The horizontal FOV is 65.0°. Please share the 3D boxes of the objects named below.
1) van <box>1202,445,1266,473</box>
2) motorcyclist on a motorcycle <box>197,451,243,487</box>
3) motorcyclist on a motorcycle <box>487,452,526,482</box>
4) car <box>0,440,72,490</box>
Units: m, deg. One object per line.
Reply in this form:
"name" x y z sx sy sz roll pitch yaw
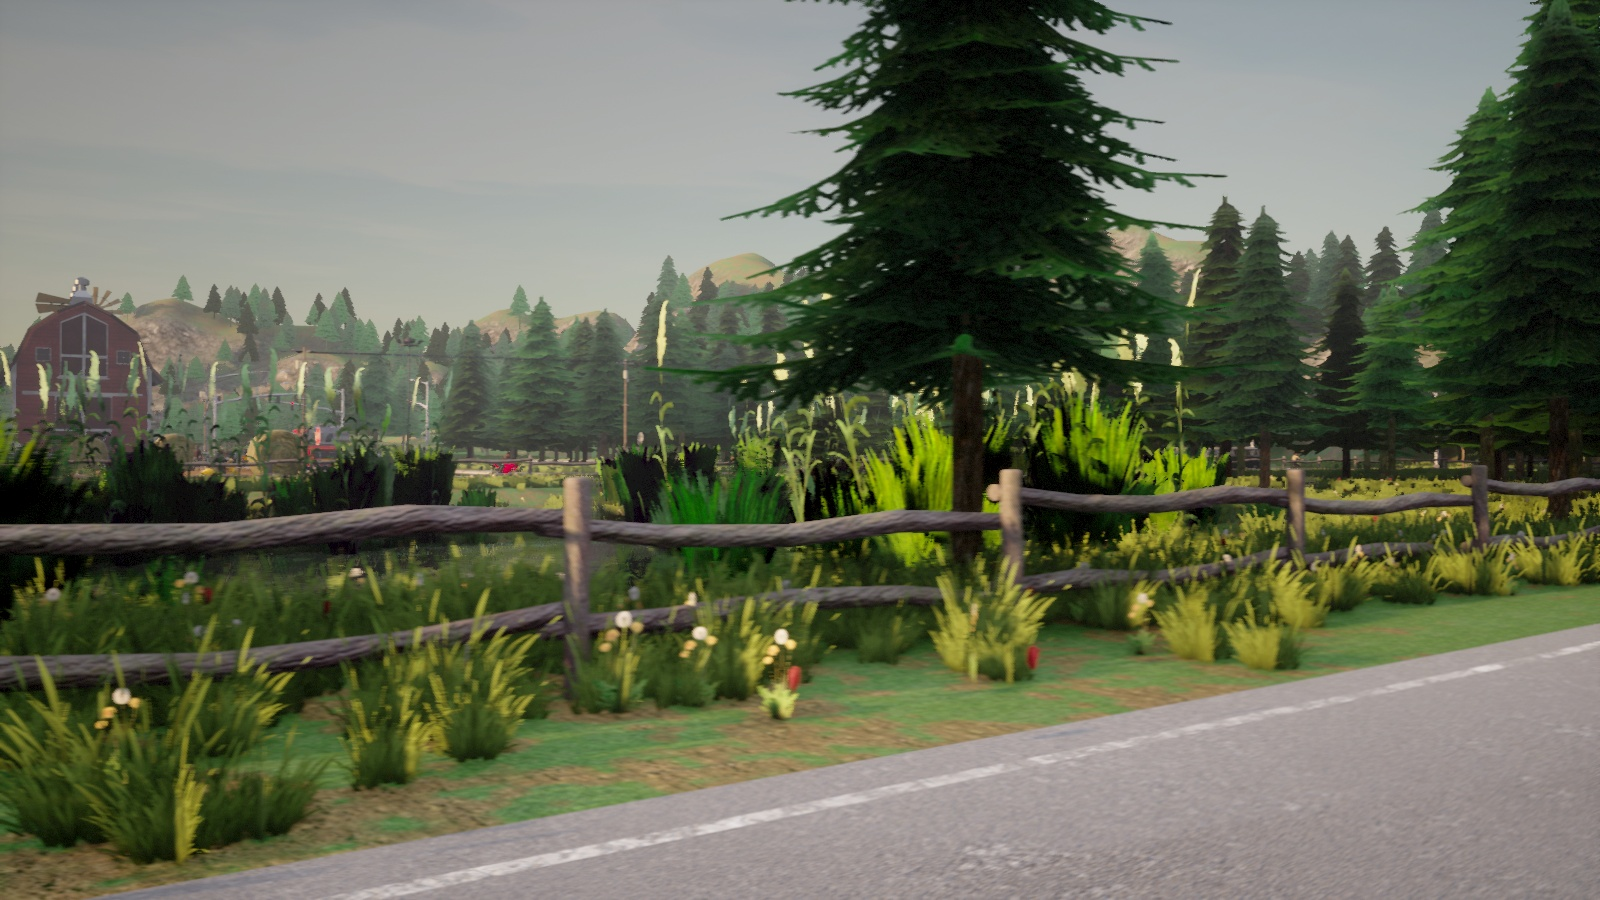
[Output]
"van" 30.798 0.626 89.106 4.442 1.987 1.775 0 0 -30
"motorcyclist on a motorcycle" -26.262 0.861 56.848 1.817 1.590 0.866 0 0 -29
"motorcyclist on a motorcycle" -15.570 0.907 66.595 2.044 1.523 0.797 0 -2 31
"car" -33.795 0.632 52.718 5.566 2.045 2.150 0 0 -29
